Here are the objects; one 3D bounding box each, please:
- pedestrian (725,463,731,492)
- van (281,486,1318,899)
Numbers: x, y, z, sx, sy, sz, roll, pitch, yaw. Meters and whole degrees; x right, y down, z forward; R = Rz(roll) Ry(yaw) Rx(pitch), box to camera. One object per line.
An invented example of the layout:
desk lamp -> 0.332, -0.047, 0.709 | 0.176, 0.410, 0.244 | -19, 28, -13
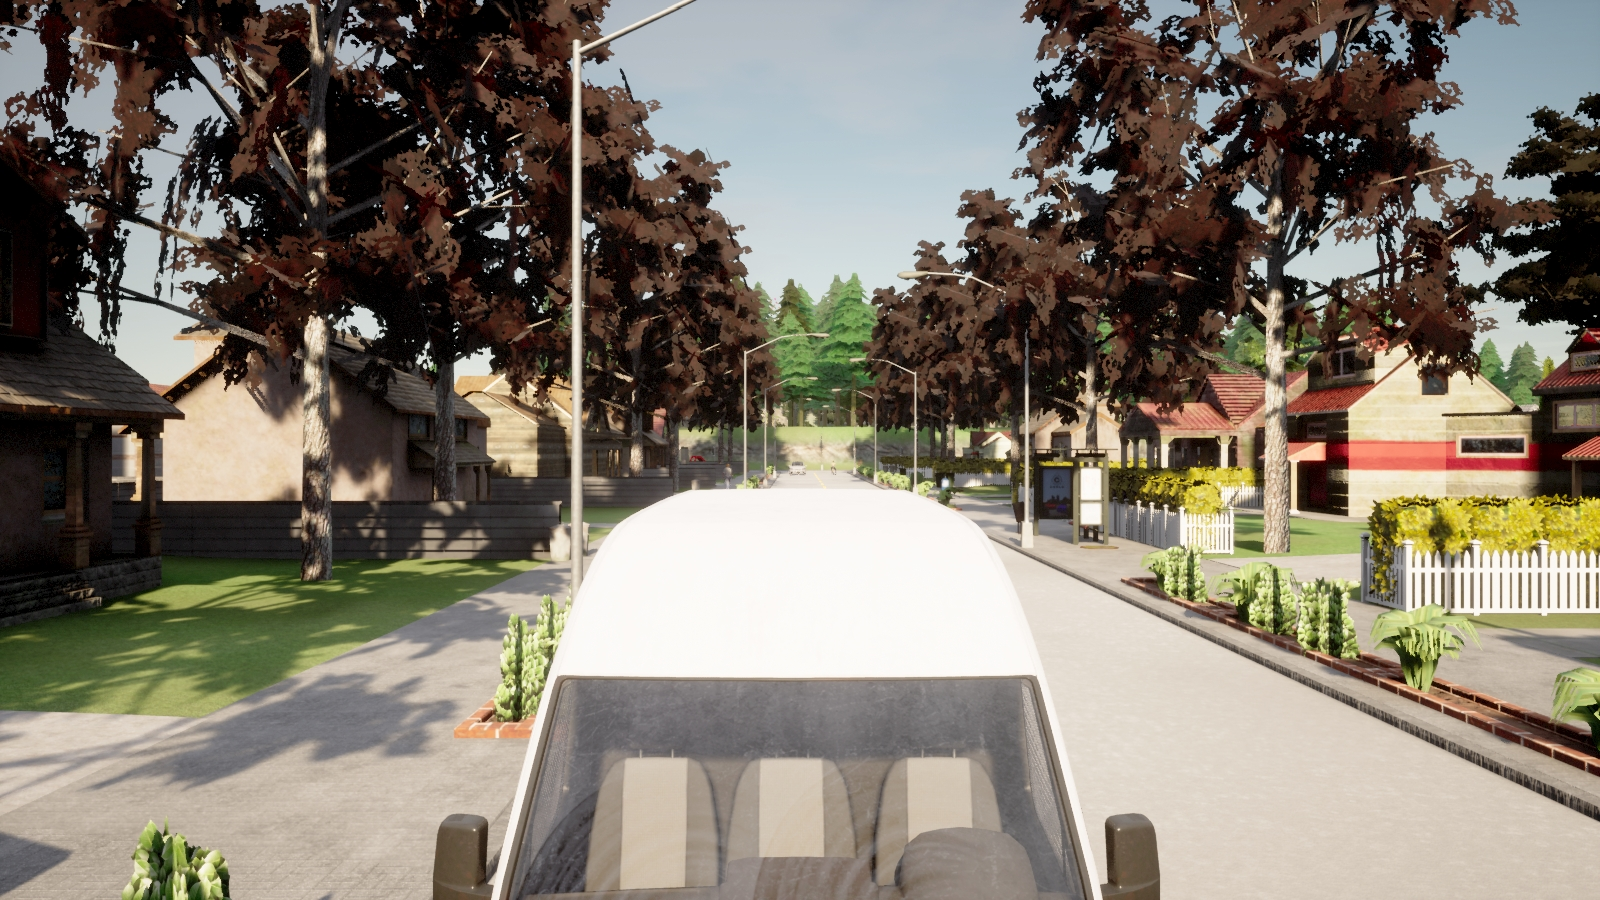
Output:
pedestrian -> -4.605, 1.743, 73.298 | 0.375, 1.860, 0.375 | 0, 0, 2
van -> -0.006, 1.534, 5.149 | 1.988, 2.561, 5.915 | 0, 0, 0
